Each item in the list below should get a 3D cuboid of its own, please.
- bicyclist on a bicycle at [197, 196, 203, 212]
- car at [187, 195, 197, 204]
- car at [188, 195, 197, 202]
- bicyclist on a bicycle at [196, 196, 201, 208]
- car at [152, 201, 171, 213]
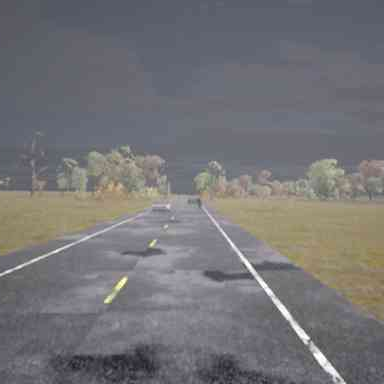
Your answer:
[{"bbox_3d":[0.980,1.559,39.242,0.582,1.620,1.656,0,-1,0],"label":"bicyclist on a bicycle"},{"bbox_3d":[0.031,1.709,69.816,2.128,1.511,4.902,0,0,0],"label":"car"},{"bbox_3d":[0.035,1.555,80.136,2.097,1.767,4.553,0,0,0],"label":"car"},{"bbox_3d":[0.984,1.503,49.612,0.659,1.776,1.843,0,0,0],"label":"bicyclist on a bicycle"},{"bbox_3d":[-3.575,1.707,39.308,1.895,1.301,4.718,0,0,0],"label":"car"}]
